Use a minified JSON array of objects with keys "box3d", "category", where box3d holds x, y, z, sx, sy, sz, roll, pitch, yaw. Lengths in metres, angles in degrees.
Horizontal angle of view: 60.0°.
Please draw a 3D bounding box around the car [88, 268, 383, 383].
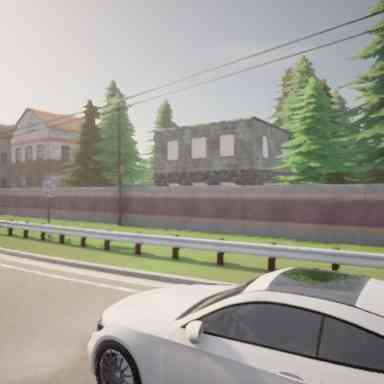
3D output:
[{"box3d":[0.992,1.526,3.269,4.674,1.442,1.812,0,0,35],"category":"car"}]
